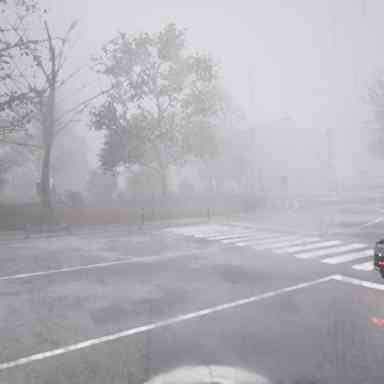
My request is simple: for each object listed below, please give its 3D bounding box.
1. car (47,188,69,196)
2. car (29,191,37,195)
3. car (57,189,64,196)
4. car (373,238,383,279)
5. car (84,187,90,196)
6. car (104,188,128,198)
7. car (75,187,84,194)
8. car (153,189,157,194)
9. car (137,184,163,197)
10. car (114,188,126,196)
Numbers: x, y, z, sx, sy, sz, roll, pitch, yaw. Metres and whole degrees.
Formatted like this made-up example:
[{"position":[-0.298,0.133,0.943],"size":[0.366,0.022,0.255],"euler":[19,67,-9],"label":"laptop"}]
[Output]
[{"position":[-30.642,-0.026,76.208],"size":[2.185,1.767,4.553],"euler":[-1,3,19],"label":"car"},{"position":[-37.520,0.009,81.896],"size":[2.097,1.535,5.008],"euler":[-1,3,20],"label":"car"},{"position":[-28.312,0.125,74.374],"size":[2.097,1.535,5.008],"euler":[0,3,19],"label":"car"},{"position":[6.405,1.383,8.176],"size":[4.902,1.511,2.128],"euler":[-1,1,-34],"label":"car"},{"position":[-18.988,0.021,67.003],"size":[2.185,1.767,4.553],"euler":[-1,2,18],"label":"car"},{"position":[-14.333,0.100,63.155],"size":[1.946,1.575,5.366],"euler":[-1,2,17],"label":"car"},{"position":[-21.339,0.189,68.785],"size":[2.163,1.488,4.792],"euler":[-1,2,18],"label":"car"},{"position":[-4.797,-0.097,56.175],"size":[2.231,1.521,4.892],"euler":[-2,2,16],"label":"car"},{"position":[-7.198,-0.297,57.914],"size":[2.435,2.045,5.566],"euler":[-2,2,17],"label":"car"},{"position":[-11.941,-0.072,61.499],"size":[2.185,1.767,4.553],"euler":[-2,2,17],"label":"car"}]
